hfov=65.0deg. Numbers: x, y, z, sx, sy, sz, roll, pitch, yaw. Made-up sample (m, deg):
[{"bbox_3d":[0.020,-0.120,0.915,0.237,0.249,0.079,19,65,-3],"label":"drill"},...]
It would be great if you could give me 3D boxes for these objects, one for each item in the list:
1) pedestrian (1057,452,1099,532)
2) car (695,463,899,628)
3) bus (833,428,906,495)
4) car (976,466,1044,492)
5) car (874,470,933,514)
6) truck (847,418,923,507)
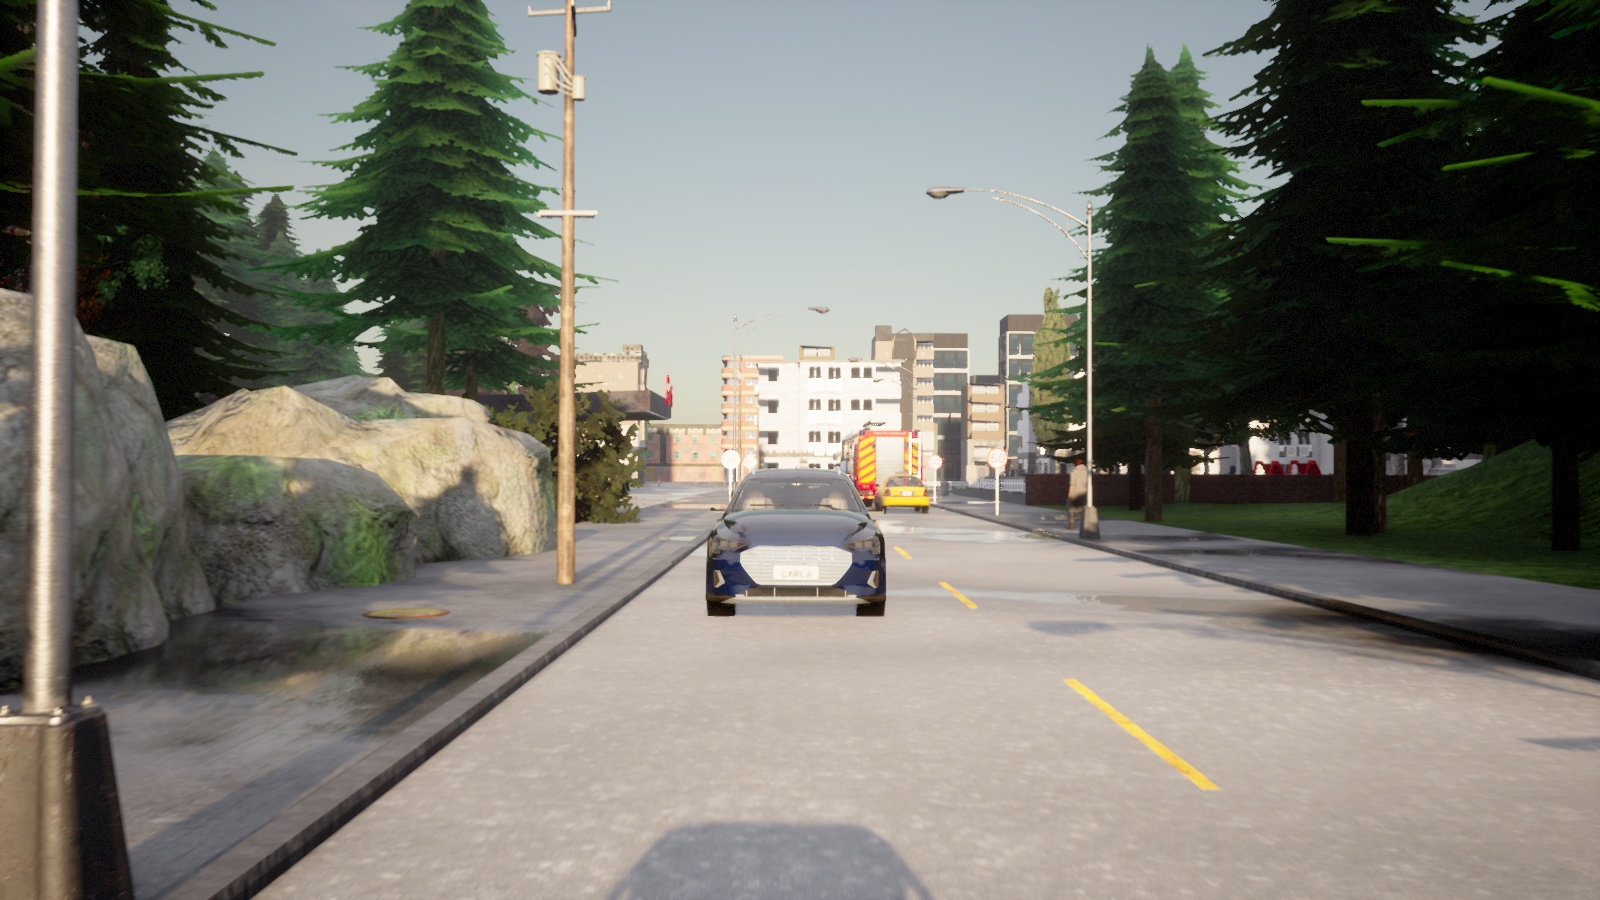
[{"bbox_3d":[6.863,1.021,31.051,0.659,1.952,0.873,0,-1,-17],"label":"pedestrian"},{"bbox_3d":[-0.036,0.999,15.014,2.033,1.649,4.856,0,-1,0],"label":"car"},{"bbox_3d":[4.559,0.861,85.021,3.944,4.253,10.273,0,-1,-2],"label":"bus"},{"bbox_3d":[15.364,2.123,92.015,4.605,1.855,1.932,0,-1,0],"label":"car"},{"bbox_3d":[3.870,1.545,47.789,1.801,1.575,5.366,0,-1,0],"label":"car"},{"bbox_3d":[3.826,0.616,58.135,2.891,3.827,8.468,0,-1,0],"label":"truck"}]
